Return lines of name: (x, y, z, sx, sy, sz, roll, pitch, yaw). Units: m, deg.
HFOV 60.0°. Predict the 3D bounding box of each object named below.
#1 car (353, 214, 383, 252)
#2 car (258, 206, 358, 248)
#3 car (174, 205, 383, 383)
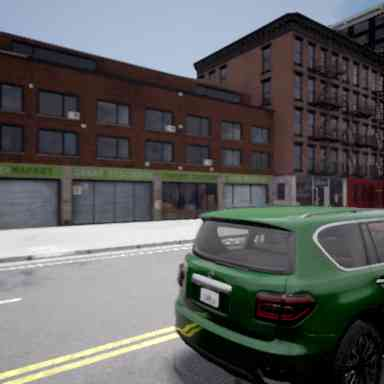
car: (9.022, 1.626, 14.127, 4.718, 1.301, 1.895, 0, 0, -36)
car: (5.554, 1.499, 15.643, 5.008, 1.535, 1.882, 0, 0, -36)
car: (2.368, 1.229, 5.132, 5.566, 2.045, 2.150, 0, 0, -36)
